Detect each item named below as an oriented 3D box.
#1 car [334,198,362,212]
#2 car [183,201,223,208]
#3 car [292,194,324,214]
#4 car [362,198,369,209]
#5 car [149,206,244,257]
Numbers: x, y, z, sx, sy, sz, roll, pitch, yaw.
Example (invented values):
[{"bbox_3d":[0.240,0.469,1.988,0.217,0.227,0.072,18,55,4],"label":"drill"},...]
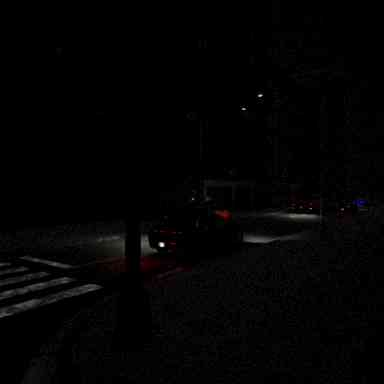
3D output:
[{"bbox_3d":[17.838,1.605,38.351,1.895,1.301,4.718,0,0,35],"label":"car"},{"bbox_3d":[0.339,1.344,18.121,2.097,1.767,4.553,0,0,35],"label":"car"},{"bbox_3d":[12.542,1.211,35.744,2.150,2.045,5.566,0,0,35],"label":"car"},{"bbox_3d":[23.586,1.537,46.749,1.812,1.442,4.674,0,0,35],"label":"car"},{"bbox_3d":[0.364,1.510,13.142,1.837,1.490,4.892,0,0,35],"label":"car"}]
